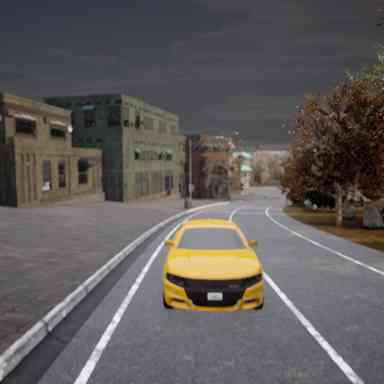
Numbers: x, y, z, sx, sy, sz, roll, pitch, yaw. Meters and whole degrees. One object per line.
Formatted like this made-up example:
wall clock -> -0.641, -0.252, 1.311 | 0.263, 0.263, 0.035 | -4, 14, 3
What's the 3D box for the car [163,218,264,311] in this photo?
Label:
car -> 0.428, 1.441, 7.987 | 1.882, 1.535, 5.008 | 0, 0, 1
